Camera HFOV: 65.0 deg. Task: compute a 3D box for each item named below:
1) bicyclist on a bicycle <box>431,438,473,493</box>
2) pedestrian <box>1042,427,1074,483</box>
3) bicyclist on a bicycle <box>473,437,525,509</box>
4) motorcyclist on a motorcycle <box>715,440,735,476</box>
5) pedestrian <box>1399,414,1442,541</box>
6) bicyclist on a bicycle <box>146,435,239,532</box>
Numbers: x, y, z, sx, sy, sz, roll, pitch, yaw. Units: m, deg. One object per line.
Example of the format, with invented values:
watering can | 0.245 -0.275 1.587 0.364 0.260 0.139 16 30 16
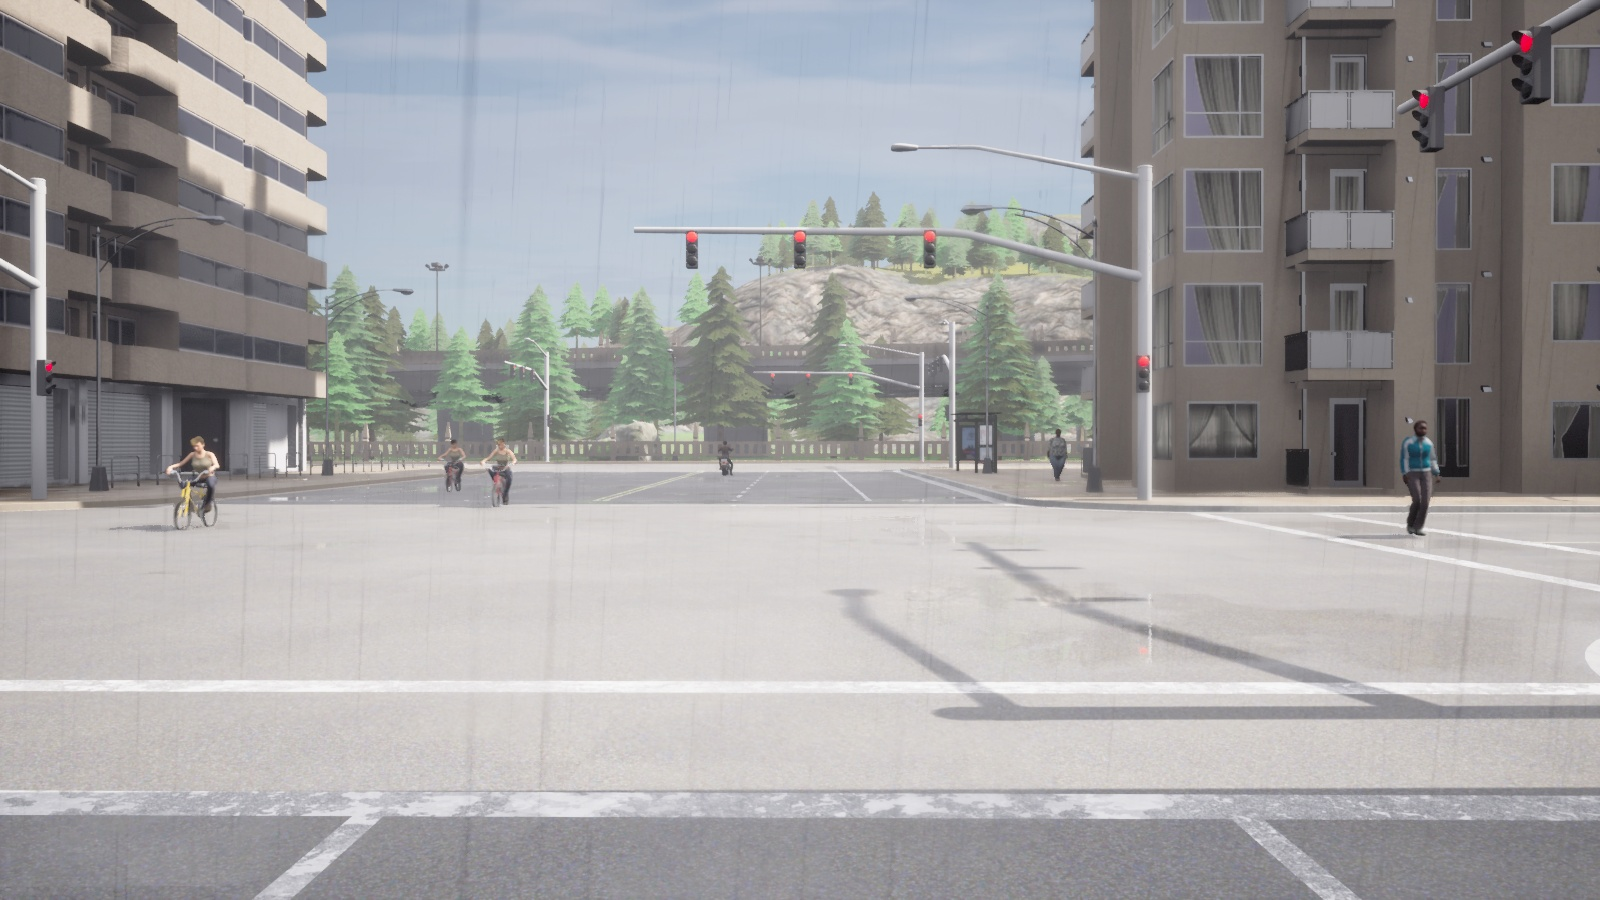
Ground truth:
bicyclist on a bicycle | -10.459 0.461 37.802 0.866 1.612 1.509 0 0 0
pedestrian | 8.680 0.173 42.285 0.874 1.855 0.900 0 0 -4
bicyclist on a bicycle | -6.965 0.513 29.116 0.866 1.612 1.509 0 0 0
motorcyclist on a motorcycle | -3.437 0.367 57.900 0.766 1.649 2.350 0 0 0
pedestrian | 9.605 0.413 19.455 0.396 1.930 0.692 0 0 8
bicyclist on a bicycle | -10.462 0.552 21.671 0.866 1.612 1.509 0 0 0
